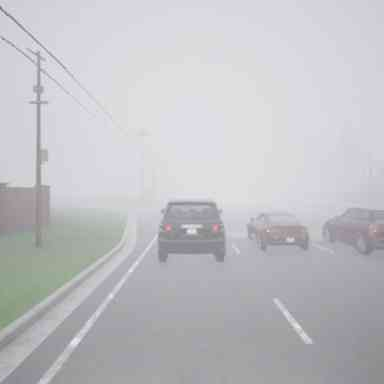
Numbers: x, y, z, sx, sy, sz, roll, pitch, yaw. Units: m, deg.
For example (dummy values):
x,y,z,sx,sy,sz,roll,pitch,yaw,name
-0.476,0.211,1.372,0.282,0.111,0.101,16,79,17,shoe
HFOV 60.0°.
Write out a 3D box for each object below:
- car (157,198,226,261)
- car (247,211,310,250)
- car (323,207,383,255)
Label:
x,y,z,sx,sy,sz,roll,pitch,yaw,name
-0.028,1.231,12.373,2.150,2.045,5.566,0,0,-1,car
3.547,1.535,14.204,1.812,1.442,4.674,0,0,1,car
7.041,1.362,13.417,2.097,1.767,4.553,0,0,1,car
